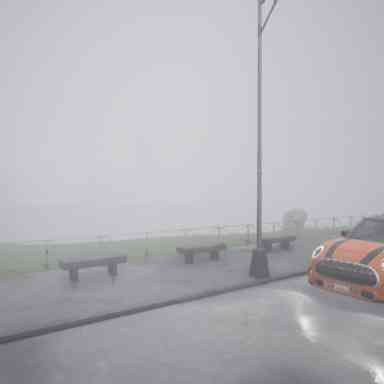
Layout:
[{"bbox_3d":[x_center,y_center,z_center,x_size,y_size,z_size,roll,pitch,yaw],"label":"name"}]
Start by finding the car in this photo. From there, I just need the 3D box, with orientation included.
[{"bbox_3d":[4.861,1.367,8.021,4.553,1.767,2.097,0,0,-35],"label":"car"}]
